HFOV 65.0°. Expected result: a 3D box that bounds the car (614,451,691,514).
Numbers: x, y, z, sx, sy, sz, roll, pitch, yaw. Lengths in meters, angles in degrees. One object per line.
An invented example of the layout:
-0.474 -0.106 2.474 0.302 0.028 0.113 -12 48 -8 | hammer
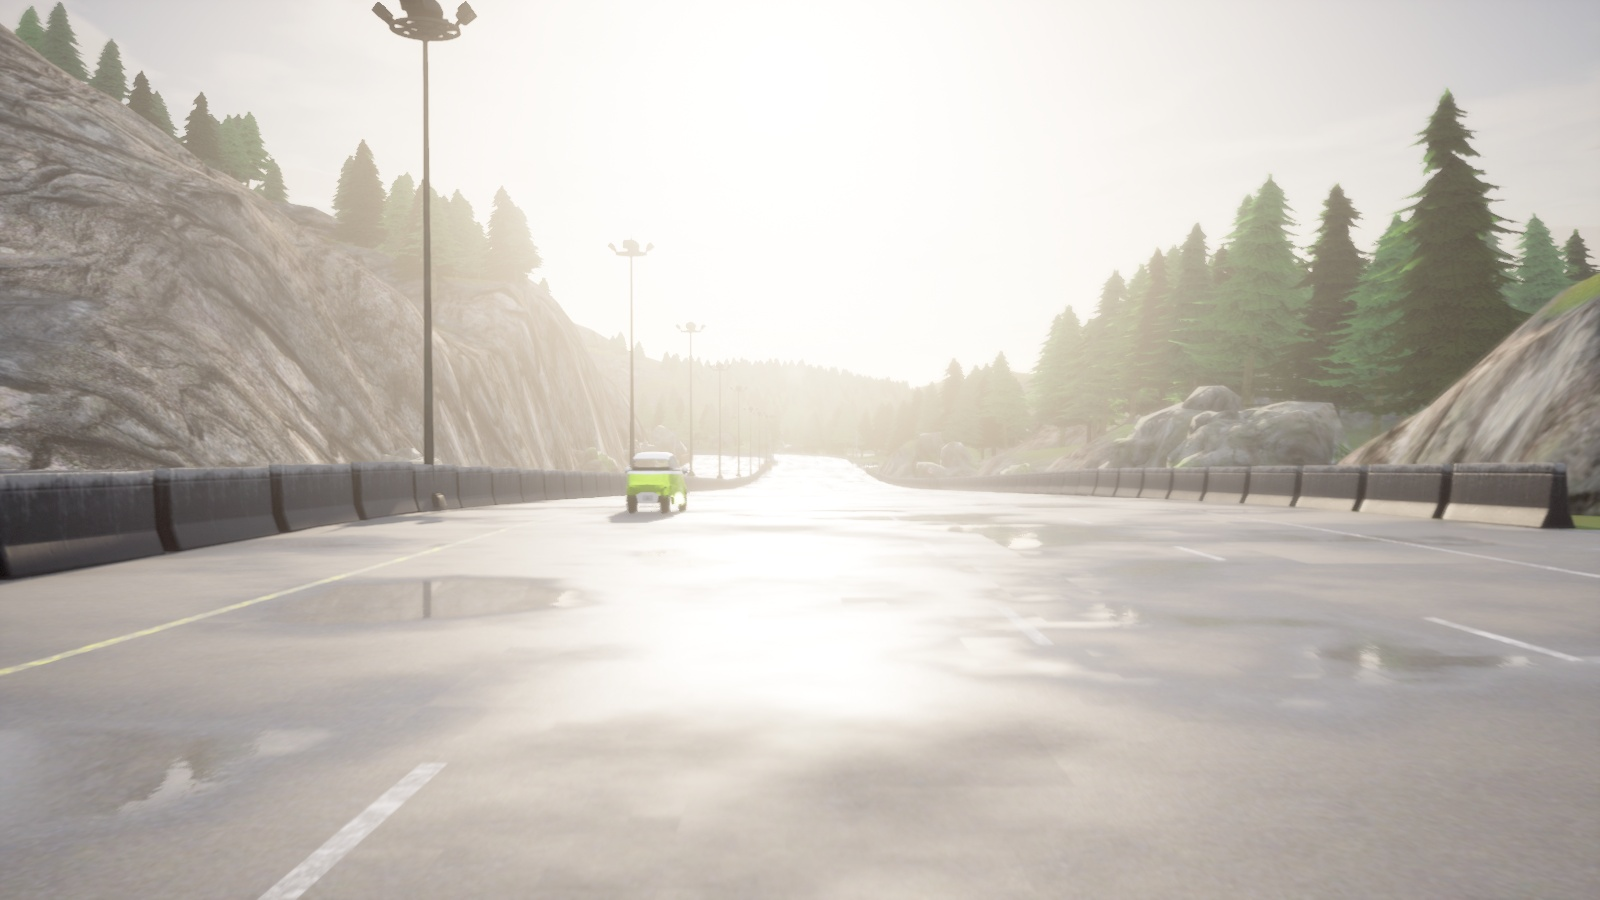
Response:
-3.328 0.724 28.686 1.481 1.376 2.207 0 0 0 | car
